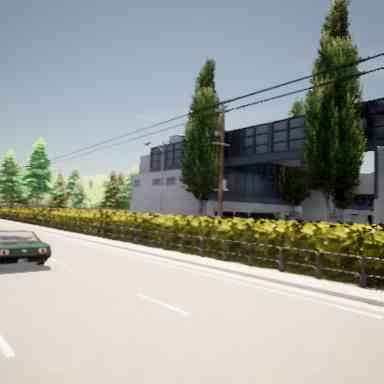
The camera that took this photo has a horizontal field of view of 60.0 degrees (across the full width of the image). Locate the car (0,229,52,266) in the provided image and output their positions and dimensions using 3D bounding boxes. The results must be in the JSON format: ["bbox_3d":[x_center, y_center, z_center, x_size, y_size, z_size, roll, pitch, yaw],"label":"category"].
[{"bbox_3d":[-7.227,2.120,13.112,1.895,1.301,4.718,5,-4,-41],"label":"car"}]
